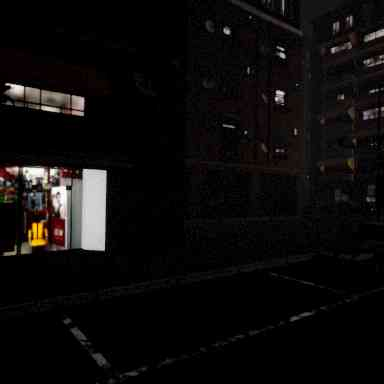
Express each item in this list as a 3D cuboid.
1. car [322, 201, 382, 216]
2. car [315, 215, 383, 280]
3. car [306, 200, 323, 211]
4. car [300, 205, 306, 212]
[{"bbox_3d":[15.225,1.645,31.447,1.895,1.301,4.718,2,-1,-35],"label":"car"},{"bbox_3d":[5.469,1.588,9.929,4.206,1.307,1.802,0,1,-35],"label":"car"},{"bbox_3d":[15.508,1.708,40.460,1.752,1.417,4.829,1,-1,-35],"label":"car"},{"bbox_3d":[9.164,1.328,35.792,2.192,1.841,5.009,1,-1,-35],"label":"car"}]
